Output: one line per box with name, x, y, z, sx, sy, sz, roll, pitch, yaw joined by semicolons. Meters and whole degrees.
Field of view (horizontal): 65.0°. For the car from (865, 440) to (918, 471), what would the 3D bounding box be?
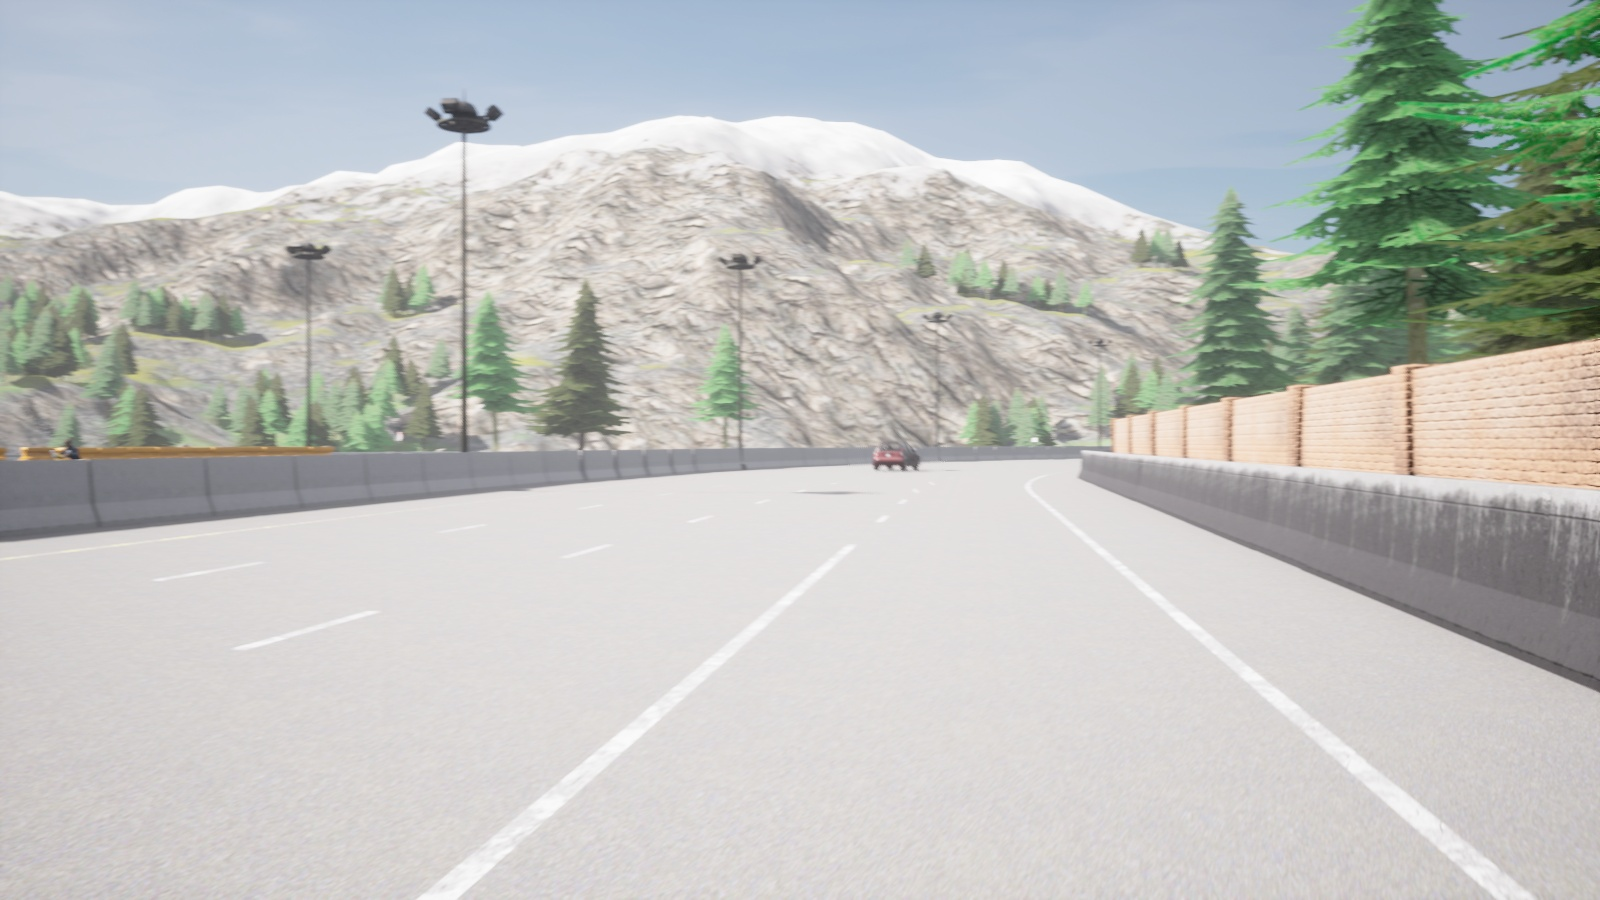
car;4.979;0.269;67.738;1.851;1.617;3.988;0;0;19
